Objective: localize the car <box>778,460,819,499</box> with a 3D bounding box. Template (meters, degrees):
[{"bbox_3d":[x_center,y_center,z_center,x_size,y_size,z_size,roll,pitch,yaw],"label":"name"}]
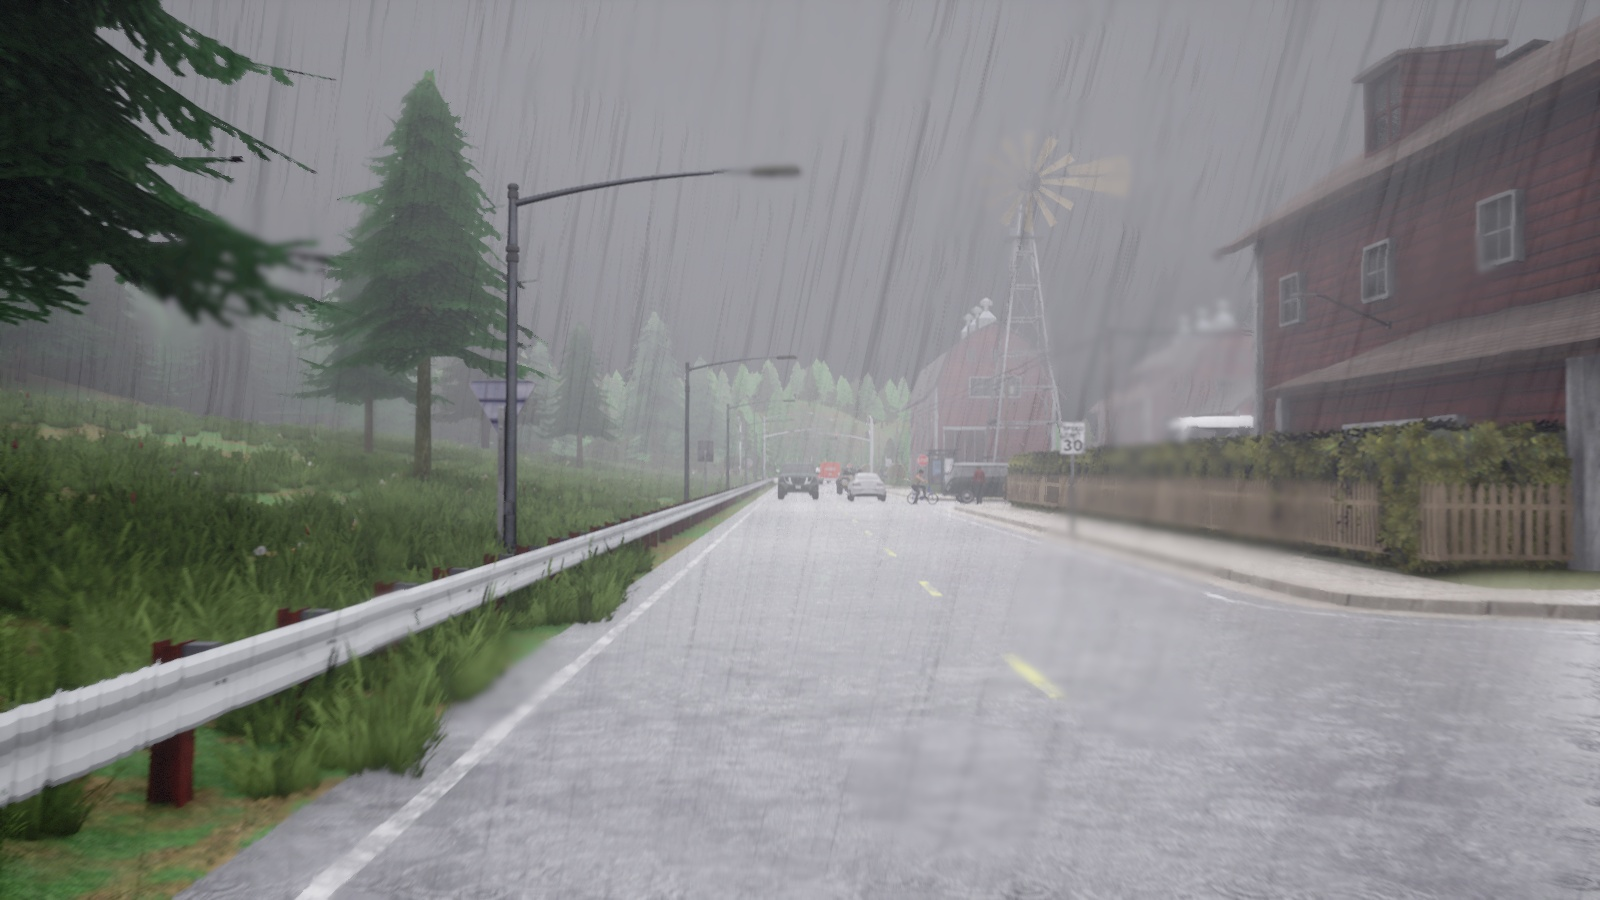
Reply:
[{"bbox_3d":[-0.081,1.602,68.662,2.150,2.045,5.566,0,-1,0],"label":"car"}]

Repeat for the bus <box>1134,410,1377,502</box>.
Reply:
[{"bbox_3d":[21.873,0.304,60.784,10.273,4.253,3.944,0,-1,0],"label":"bus"}]

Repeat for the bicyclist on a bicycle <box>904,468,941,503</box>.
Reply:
[{"bbox_3d":[5.653,1.632,57.957,1.509,1.612,0.866,-1,-1,20],"label":"bicyclist on a bicycle"}]

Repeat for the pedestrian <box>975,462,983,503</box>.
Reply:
[{"bbox_3d":[8.123,1.457,56.976,0.331,1.846,0.636,0,-1,4],"label":"pedestrian"}]

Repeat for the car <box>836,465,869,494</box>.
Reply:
[{"bbox_3d":[3.401,1.891,81.761,1.932,1.855,4.605,0,-1,0],"label":"car"}]

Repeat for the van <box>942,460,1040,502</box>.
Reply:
[{"bbox_3d":[9.185,1.477,60.630,4.442,1.987,1.775,0,-1,-2],"label":"van"}]

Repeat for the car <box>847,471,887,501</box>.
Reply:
[{"bbox_3d":[3.423,1.838,64.897,1.812,1.442,4.674,0,-1,0],"label":"car"}]
